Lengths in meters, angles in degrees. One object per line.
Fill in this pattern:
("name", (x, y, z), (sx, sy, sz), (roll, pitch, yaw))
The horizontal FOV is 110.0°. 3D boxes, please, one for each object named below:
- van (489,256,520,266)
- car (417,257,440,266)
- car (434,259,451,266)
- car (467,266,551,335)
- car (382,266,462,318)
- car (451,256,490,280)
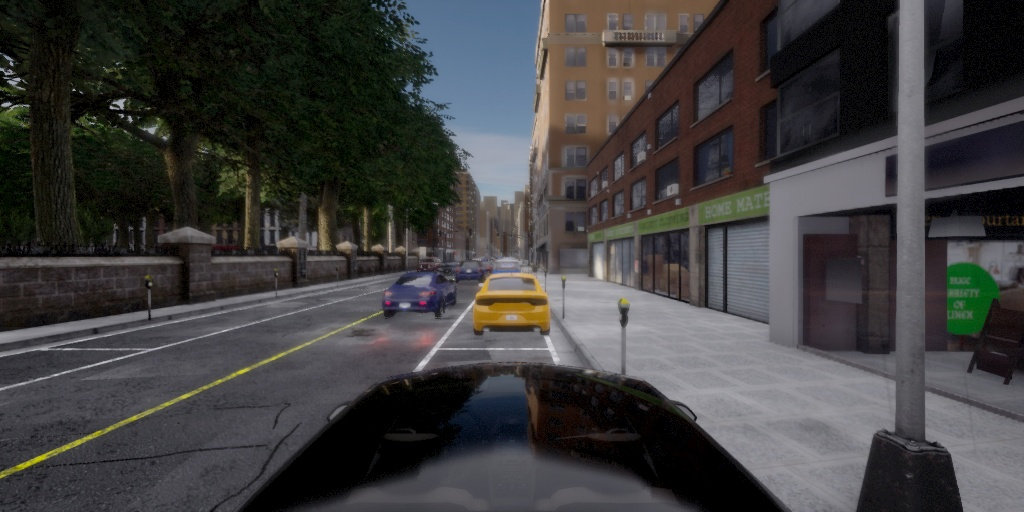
("van", (-0.289, 1.083, 21.849), (1.690, 1.789, 3.998), (0, 0, 0))
("car", (-8.813, 1.040, 38.791), (2.192, 1.841, 5.009), (0, 0, 0))
("car", (-6.232, 1.293, 36.339), (1.994, 1.385, 4.181), (0, 0, 0))
("car", (-0.005, 1.225, 10.500), (1.882, 1.535, 5.008), (0, 0, 0))
("car", (-3.143, 1.272, 12.810), (1.812, 1.442, 4.674), (0, 0, 0))
("car", (-3.062, 1.090, 27.548), (2.097, 1.767, 4.553), (0, 0, 0))
